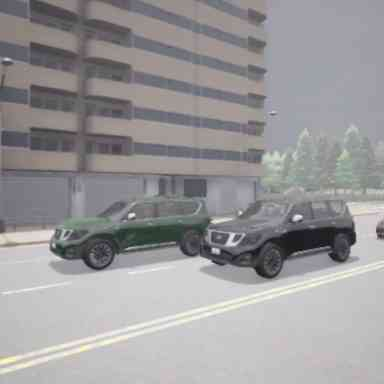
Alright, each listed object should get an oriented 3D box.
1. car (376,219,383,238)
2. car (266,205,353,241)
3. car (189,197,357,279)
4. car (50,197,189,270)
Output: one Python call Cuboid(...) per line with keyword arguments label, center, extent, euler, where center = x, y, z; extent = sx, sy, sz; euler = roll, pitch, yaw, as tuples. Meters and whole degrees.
Cuboid(label="car", center=(10.643, 1.444, 15.854), extent=(4.674, 1.442, 1.812), euler=(0, 0, -35))
Cuboid(label="car", center=(6.052, 1.458, 16.889), extent=(4.674, 1.442, 1.812), euler=(0, 0, -35))
Cuboid(label="car", center=(2.875, 1.184, 10.333), extent=(5.566, 2.045, 2.150), euler=(0, 0, -35))
Cuboid(label="car", center=(-1.773, 1.198, 11.319), extent=(5.566, 2.045, 2.150), euler=(0, 0, -35))
